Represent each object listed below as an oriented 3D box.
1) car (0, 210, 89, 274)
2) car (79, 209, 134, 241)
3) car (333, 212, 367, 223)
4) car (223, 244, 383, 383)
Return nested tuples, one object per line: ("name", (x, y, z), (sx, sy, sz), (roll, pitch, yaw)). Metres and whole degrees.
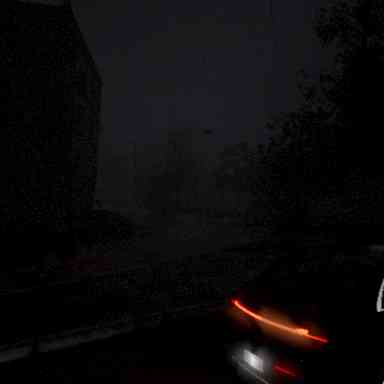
("car", (-5.452, 1.396, 8.460), (1.882, 1.535, 5.008), (1, 1, 43))
("car", (-4.543, 1.435, 14.380), (1.994, 1.385, 4.181), (1, 1, 39))
("car", (25.006, 3.979, 52.709), (4.902, 1.511, 2.128), (3, -2, 5))
("car", (2.722, 1.521, 4.730), (4.892, 1.490, 1.837), (0, 0, -31))
